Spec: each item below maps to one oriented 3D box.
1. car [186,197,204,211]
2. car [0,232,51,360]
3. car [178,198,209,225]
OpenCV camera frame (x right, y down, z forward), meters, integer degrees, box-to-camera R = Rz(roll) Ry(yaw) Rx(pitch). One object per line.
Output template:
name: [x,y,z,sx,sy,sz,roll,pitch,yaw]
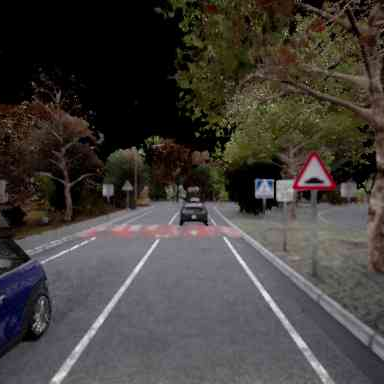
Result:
car: [0.397,1.427,41.099,2.128,1.511,4.902,0,0,2]
car: [-3.348,1.365,3.520,2.097,1.767,4.553,0,0,0]
car: [0.122,1.481,23.015,1.837,1.490,4.892,0,-4,0]
